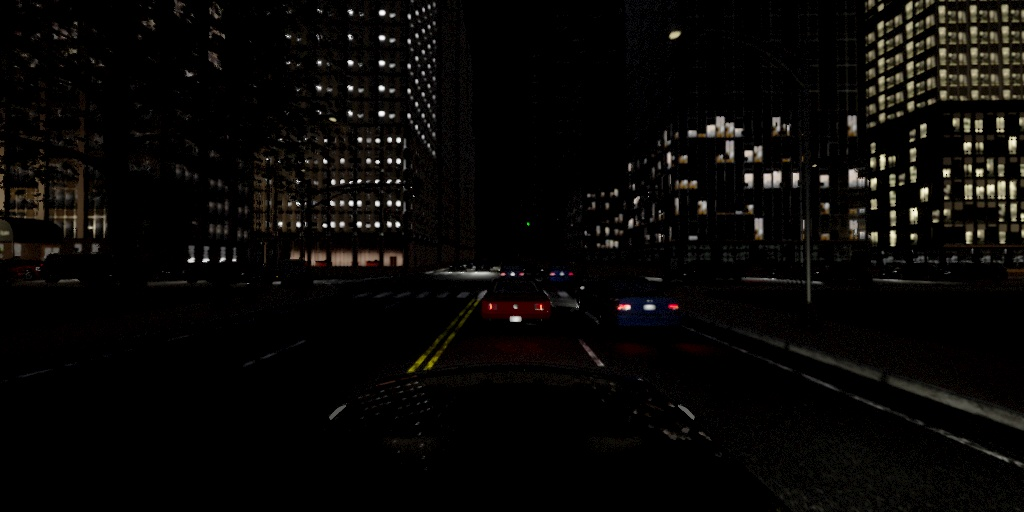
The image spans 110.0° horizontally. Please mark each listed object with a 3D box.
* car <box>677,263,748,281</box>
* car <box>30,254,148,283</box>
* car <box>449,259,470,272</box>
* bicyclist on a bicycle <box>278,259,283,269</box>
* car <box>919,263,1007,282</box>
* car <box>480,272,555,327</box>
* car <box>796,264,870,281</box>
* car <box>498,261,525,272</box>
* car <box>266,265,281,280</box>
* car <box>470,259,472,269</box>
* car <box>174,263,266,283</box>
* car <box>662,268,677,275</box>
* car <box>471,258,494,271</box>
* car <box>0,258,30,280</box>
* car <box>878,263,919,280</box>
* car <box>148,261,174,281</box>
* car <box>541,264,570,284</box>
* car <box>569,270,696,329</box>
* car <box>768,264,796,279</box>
[{"bbox_3d":[17.034,1.299,30.161,4.902,1.511,2.128,0,-1,2],"label":"car"},{"bbox_3d":[-29.762,0.867,25.351,5.566,2.045,2.150,0,-1,2],"label":"car"},{"bbox_3d":[-7.124,1.251,47.432,1.837,1.490,4.892,0,0,-1],"label":"car"},{"bbox_3d":[-25.159,1.161,39.325,0.582,1.620,1.656,0,-1,2],"label":"bicyclist on a bicycle"},{"bbox_3d":[37.440,1.309,29.605,5.008,1.535,1.882,0,-1,2],"label":"car"},{"bbox_3d":[0.101,1.354,11.578,1.895,1.301,4.718,0,0,0],"label":"car"},{"bbox_3d":[27.000,1.345,29.882,4.674,1.442,1.812,0,-1,2],"label":"car"},{"bbox_3d":[-0.018,1.273,26.245,2.033,1.411,5.357,0,-1,-1],"label":"car"},{"bbox_3d":[-19.981,1.271,28.303,4.181,1.385,1.994,0,-1,2],"label":"car"},{"bbox_3d":[-7.251,1.219,56.780,1.882,1.535,5.008,0,0,-1],"label":"car"},{"bbox_3d":[-20.321,1.185,25.064,4.674,1.442,1.812,0,-1,2],"label":"car"},{"bbox_3d":[16.843,1.402,33.416,5.357,1.411,2.033,0,-1,2],"label":"car"},{"bbox_3d":[-3.894,1.238,48.298,2.128,1.511,4.902,0,0,-2],"label":"car"},{"bbox_3d":[-38.829,1.032,28.882,4.553,1.767,2.097,0,-1,2],"label":"car"},{"bbox_3d":[36.489,1.404,32.881,4.674,1.442,1.812,0,-1,2],"label":"car"},{"bbox_3d":[-28.966,1.172,28.577,5.008,1.535,1.882,0,-1,2],"label":"car"},{"bbox_3d":[3.245,1.275,26.212,2.033,1.411,5.357,0,-1,-1],"label":"car"},{"bbox_3d":[3.350,1.301,11.259,2.033,1.411,5.357,0,0,0],"label":"car"},{"bbox_3d":[26.214,1.430,33.162,4.181,1.385,1.994,0,-1,2],"label":"car"}]
